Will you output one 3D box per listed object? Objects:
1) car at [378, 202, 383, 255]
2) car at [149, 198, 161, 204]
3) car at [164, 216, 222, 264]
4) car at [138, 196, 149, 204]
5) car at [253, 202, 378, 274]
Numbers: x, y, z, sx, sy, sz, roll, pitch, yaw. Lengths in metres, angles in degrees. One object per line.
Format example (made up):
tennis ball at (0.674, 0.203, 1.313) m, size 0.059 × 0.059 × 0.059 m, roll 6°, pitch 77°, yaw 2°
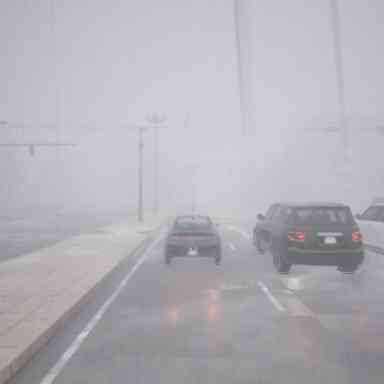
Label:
car at (7.033, 1.332, 11.134) m, size 2.150 × 2.045 × 5.566 m, roll 0°, pitch 0°, yaw 0°
car at (-9.287, 2.394, 88.182) m, size 2.033 × 1.411 × 5.357 m, roll 0°, pitch -1°, yaw 0°
car at (0.043, 1.612, 12.268) m, size 2.128 × 1.511 × 4.902 m, roll 0°, pitch 0°, yaw 0°
car at (-12.787, 2.079, 88.157) m, size 2.150 × 2.045 × 5.566 m, roll 0°, pitch -1°, yaw 0°
car at (3.533, 1.332, 11.126) m, size 2.150 × 2.045 × 5.566 m, roll 0°, pitch 0°, yaw 0°
